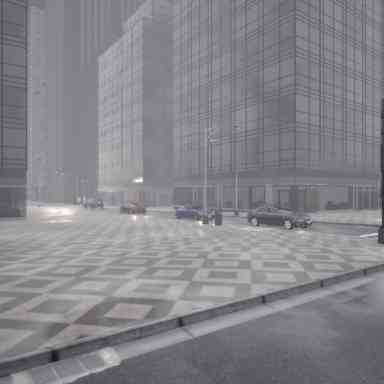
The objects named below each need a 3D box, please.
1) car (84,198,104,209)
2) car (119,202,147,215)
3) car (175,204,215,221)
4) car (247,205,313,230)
[{"bbox_3d":[-18.293,2.148,61.869,2.150,2.045,5.566,0,-1,-37],"label":"car"},{"bbox_3d":[-7.436,2.042,41.454,1.882,1.535,5.008,0,-1,-36],"label":"car"},{"bbox_3d":[0.136,1.890,30.998,1.812,1.442,4.674,0,-1,-36],"label":"car"},{"bbox_3d":[5.951,1.718,22.962,1.837,1.490,4.892,0,-1,-36],"label":"car"}]
